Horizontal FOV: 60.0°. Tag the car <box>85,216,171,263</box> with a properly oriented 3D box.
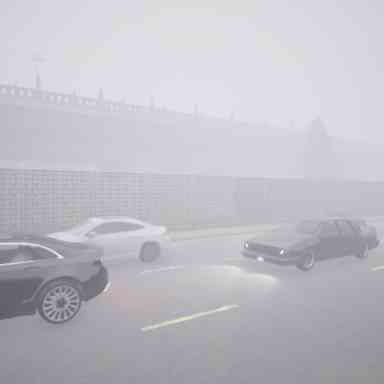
[{"bbox_3d":[-2.876,1.525,10.493,4.674,1.442,1.812,0,0,-35],"label":"car"}]

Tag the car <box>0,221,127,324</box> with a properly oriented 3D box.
[{"bbox_3d":[-3.865,1.491,5.567,4.902,1.511,2.128,0,0,-35],"label":"car"}]

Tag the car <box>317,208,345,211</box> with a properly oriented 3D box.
[{"bbox_3d":[7.281,1.562,17.514,4.181,1.385,1.994,0,0,-34],"label":"car"}]

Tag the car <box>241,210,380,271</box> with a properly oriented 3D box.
[{"bbox_3d":[4.155,1.546,11.105,5.357,1.411,2.033,0,0,-35],"label":"car"}]
